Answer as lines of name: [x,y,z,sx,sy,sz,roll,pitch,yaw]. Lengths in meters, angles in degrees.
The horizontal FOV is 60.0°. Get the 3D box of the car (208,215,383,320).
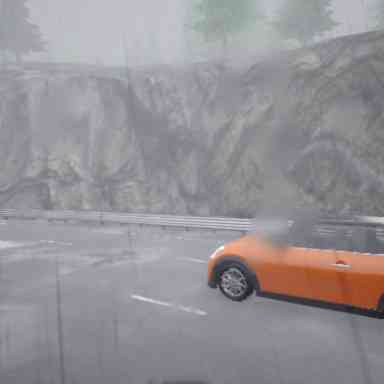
car: [2.529,1.235,6.489,4.553,1.767,2.097,0,1,35]
